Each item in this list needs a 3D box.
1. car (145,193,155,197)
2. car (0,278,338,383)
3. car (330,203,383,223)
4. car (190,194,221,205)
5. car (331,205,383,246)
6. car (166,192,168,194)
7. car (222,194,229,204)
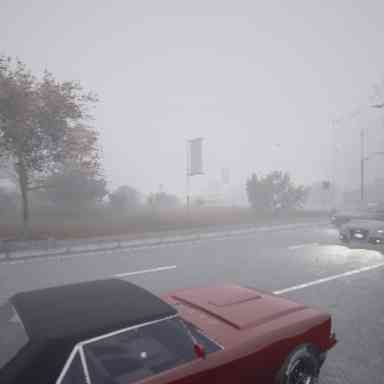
[{"bbox_3d":[-8.100,0.869,65.411,1.882,1.535,5.008,-1,0,-39],"label":"car"},{"bbox_3d":[-0.624,1.600,3.293,4.718,1.301,1.895,0,0,-36],"label":"car"},{"bbox_3d":[10.631,1.406,20.095,5.357,1.411,2.033,-1,0,-35],"label":"car"},{"bbox_3d":[1.761,1.207,52.970,1.882,1.535,5.008,-1,1,-38],"label":"car"},{"bbox_3d":[8.076,1.482,14.022,4.181,1.385,1.994,-1,0,-35],"label":"car"},{"bbox_3d":[-5.383,0.709,67.615,2.097,1.767,4.553,-1,0,-39],"label":"car"},{"bbox_3d":[4.410,1.043,55.269,2.097,1.767,4.553,-1,1,-38],"label":"car"}]
